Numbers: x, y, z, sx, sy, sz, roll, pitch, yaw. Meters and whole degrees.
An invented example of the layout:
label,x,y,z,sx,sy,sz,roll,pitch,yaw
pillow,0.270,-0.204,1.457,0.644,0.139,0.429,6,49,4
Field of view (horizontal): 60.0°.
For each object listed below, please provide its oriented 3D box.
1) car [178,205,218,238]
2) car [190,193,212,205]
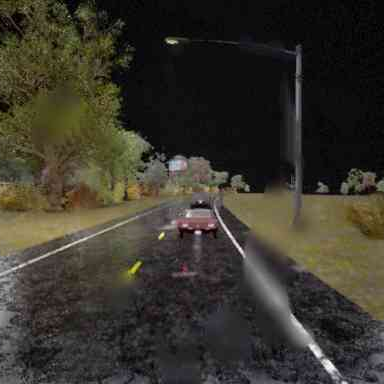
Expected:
label,x,y,z,sx,sy,sz,roll,pitch,yaw
car,0.334,1.572,17.648,1.895,1.301,4.718,0,0,1
car,0.983,1.078,36.043,2.150,2.045,5.566,0,1,3
